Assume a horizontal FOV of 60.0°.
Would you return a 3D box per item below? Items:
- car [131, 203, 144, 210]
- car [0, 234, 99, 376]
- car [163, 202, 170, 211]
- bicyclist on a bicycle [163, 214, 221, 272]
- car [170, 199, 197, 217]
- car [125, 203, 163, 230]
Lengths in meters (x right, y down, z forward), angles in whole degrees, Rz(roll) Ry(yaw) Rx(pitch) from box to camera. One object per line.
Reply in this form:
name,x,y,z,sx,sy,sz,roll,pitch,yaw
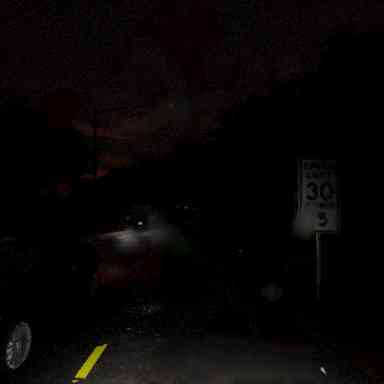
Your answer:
car,-10.485,2.759,63.602,1.994,1.385,4.181,1,-3,-16
car,-2.995,1.525,5.722,1.812,1.442,4.674,0,0,2
car,-3.416,2.119,48.764,1.994,1.385,4.181,0,-2,-12
bicyclist on a bicycle,-0.009,1.454,9.379,1.656,1.620,0.582,-1,0,1
car,-0.758,1.488,32.370,2.097,1.767,4.553,0,-1,-6
car,-3.067,1.538,21.313,1.812,1.442,4.674,0,0,-3
